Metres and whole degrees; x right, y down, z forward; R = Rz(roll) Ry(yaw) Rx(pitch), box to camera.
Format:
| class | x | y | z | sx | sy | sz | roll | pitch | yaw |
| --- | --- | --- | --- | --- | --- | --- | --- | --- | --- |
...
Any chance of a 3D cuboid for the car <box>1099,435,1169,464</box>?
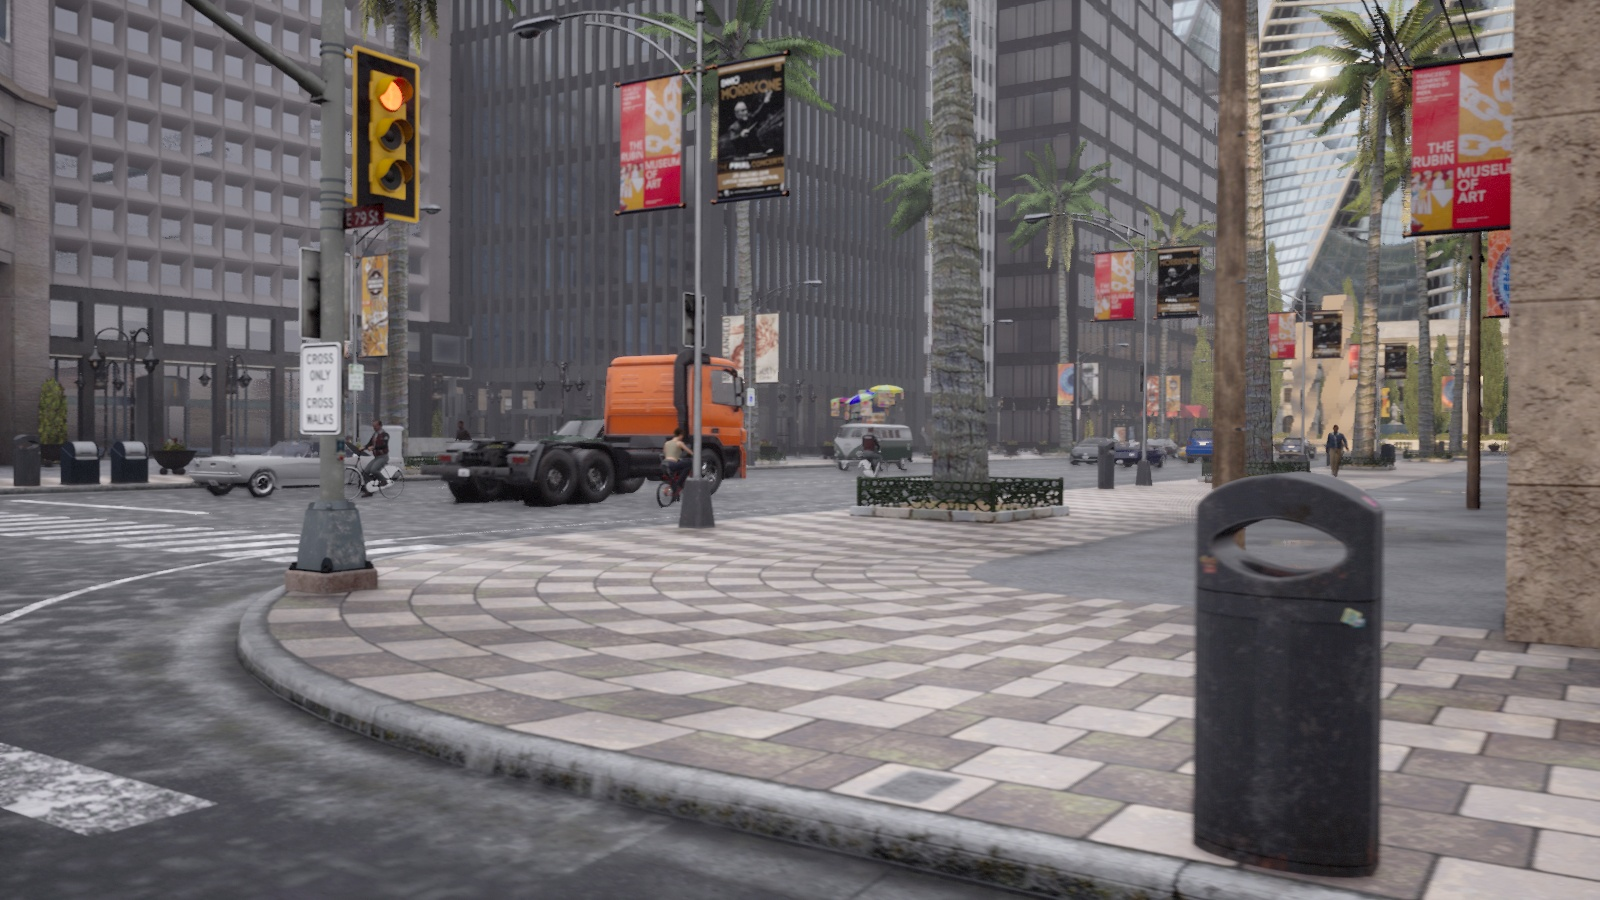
| class | x | y | z | sx | sy | sz | roll | pitch | yaw |
| --- | --- | --- | --- | --- | --- | --- | --- | --- | --- |
| car | 16.100 | -0.060 | 60.332 | 1.895 | 1.301 | 4.718 | 0 | 1 | 32 |

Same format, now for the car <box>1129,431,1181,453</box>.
| class | x | y | z | sx | sy | sz | roll | pitch | yaw |
| --- | --- | --- | --- | --- | --- | --- | --- | --- | --- |
| car | 24.541 | -0.566 | 86.618 | 2.163 | 1.488 | 4.792 | 0 | 1 | 33 |

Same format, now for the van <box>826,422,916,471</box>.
| class | x | y | z | sx | sy | sz | roll | pitch | yaw |
| --- | --- | --- | --- | --- | --- | --- | --- | --- | --- |
| van | 3.037 | -0.174 | 52.896 | 1.775 | 1.987 | 4.442 | 0 | 1 | 33 |

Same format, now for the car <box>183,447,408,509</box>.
| class | x | y | z | sx | sy | sz | roll | pitch | yaw |
| --- | --- | --- | --- | --- | --- | --- | --- | --- | --- |
| car | -11.914 | 0.611 | 29.986 | 1.895 | 1.301 | 4.718 | 0 | 1 | 34 |

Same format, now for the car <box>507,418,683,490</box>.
| class | x | y | z | sx | sy | sz | roll | pitch | yaw |
| --- | --- | --- | --- | --- | --- | --- | --- | --- | --- |
| car | -6.200 | 0.058 | 38.771 | 2.150 | 2.045 | 5.566 | 0 | 1 | 33 |

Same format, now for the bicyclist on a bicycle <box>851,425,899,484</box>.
| class | x | y | z | sx | sy | sz | roll | pitch | yaw |
| --- | --- | --- | --- | --- | --- | --- | --- | --- | --- |
| bicyclist on a bicycle | 2.340 | 0.115 | 39.026 | 0.659 | 1.776 | 1.843 | 0 | 1 | 33 |

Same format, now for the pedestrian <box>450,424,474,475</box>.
| class | x | y | z | sx | sy | sz | roll | pitch | yaw |
| --- | --- | --- | --- | --- | --- | --- | --- | --- | --- |
| pedestrian | -12.399 | -0.017 | 46.020 | 0.431 | 1.840 | 0.703 | 0 | 1 | 40 |

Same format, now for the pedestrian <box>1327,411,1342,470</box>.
| class | x | y | z | sx | sy | sz | roll | pitch | yaw |
| --- | --- | --- | --- | --- | --- | --- | --- | --- | --- |
| pedestrian | 17.933 | -0.310 | 42.117 | 0.423 | 1.949 | 0.788 | 0 | 1 | 26 |

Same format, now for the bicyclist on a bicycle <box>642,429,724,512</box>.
| class | x | y | z | sx | sy | sz | roll | pitch | yaw |
| --- | --- | --- | --- | --- | --- | --- | --- | --- | --- |
| bicyclist on a bicycle | -2.359 | 0.393 | 25.467 | 0.866 | 1.612 | 1.509 | 0 | 1 | 33 |

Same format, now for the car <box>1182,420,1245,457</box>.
| class | x | y | z | sx | sy | sz | roll | pitch | yaw |
| --- | --- | --- | --- | --- | --- | --- | --- | --- | --- |
| car | 23.987 | -0.676 | 72.718 | 2.150 | 2.045 | 5.566 | 0 | 1 | 32 |

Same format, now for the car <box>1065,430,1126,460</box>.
| class | x | y | z | sx | sy | sz | roll | pitch | yaw |
| --- | --- | --- | --- | --- | --- | --- | --- | --- | --- |
| car | 15.586 | -0.276 | 66.100 | 2.007 | 1.525 | 4.514 | 0 | 1 | 28 |

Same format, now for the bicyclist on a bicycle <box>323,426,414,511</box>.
| class | x | y | z | sx | sy | sz | roll | pitch | yaw |
| --- | --- | --- | --- | --- | --- | --- | --- | --- | --- |
| bicyclist on a bicycle | -9.408 | 0.383 | 27.450 | 0.659 | 1.776 | 1.843 | 0 | 0 | 33 |

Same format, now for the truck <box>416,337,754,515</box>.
| class | x | y | z | sx | sy | sz | roll | pitch | yaw |
| --- | --- | --- | --- | --- | --- | --- | --- | --- | --- |
| truck | -4.535 | -0.535 | 28.513 | 2.891 | 3.462 | 7.936 | 0 | 1 | 33 |
